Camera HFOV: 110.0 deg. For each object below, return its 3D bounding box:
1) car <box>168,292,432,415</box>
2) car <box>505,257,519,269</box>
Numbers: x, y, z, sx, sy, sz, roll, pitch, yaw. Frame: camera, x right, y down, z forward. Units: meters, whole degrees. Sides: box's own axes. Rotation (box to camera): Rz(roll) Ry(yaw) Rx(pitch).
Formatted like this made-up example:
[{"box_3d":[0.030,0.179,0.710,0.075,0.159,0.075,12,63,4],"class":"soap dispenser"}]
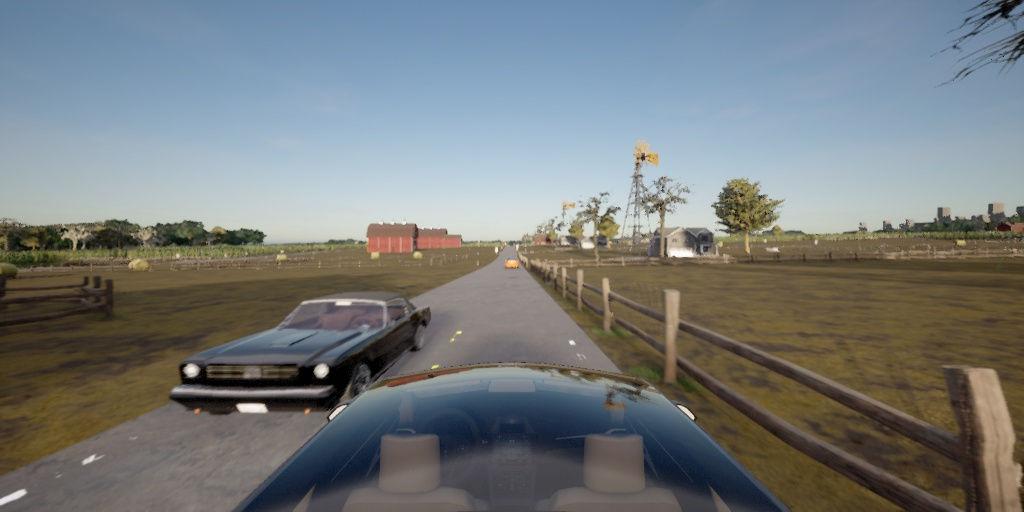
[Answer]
[{"box_3d":[-2.805,1.346,6.100,1.895,1.301,4.718,0,0,0],"class":"car"},{"box_3d":[-0.003,0.987,54.655,2.097,1.767,4.553,0,0,0],"class":"car"}]
